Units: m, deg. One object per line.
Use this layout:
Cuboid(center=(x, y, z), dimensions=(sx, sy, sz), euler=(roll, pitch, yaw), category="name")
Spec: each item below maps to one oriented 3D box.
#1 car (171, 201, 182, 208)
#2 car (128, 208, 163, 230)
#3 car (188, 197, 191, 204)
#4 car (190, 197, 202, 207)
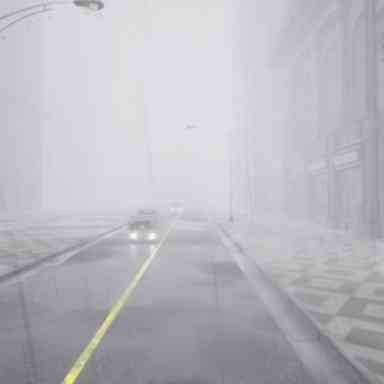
Cuboid(center=(-2.984, 2.382, 64.886), dimensions=(1.895, 1.301, 4.718), euler=(0, -1, 1), category="car")
Cuboid(center=(-3.091, 1.819, 23.302), dimensions=(2.033, 1.411, 5.357), euler=(0, -1, 0), category="car")
Cuboid(center=(0.044, 2.474, 87.029), dimensions=(1.994, 1.385, 4.181), euler=(0, -1, 0), category="car")
Cuboid(center=(1.084, 2.306, 70.183), dimensions=(1.801, 1.575, 5.366), euler=(0, -1, 0), category="car")
